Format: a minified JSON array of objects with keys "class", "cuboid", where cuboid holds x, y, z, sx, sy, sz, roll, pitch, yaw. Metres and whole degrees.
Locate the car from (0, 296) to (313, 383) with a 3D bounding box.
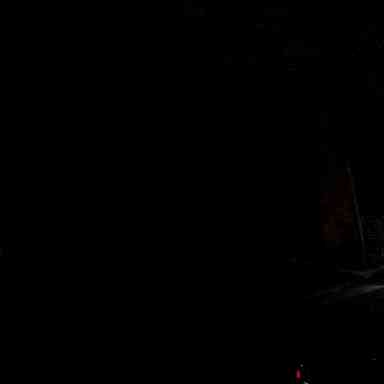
[{"class":"car","cuboid":[-1.494,1.549,1.998,5.357,1.411,2.033,0,0,-35]}]
